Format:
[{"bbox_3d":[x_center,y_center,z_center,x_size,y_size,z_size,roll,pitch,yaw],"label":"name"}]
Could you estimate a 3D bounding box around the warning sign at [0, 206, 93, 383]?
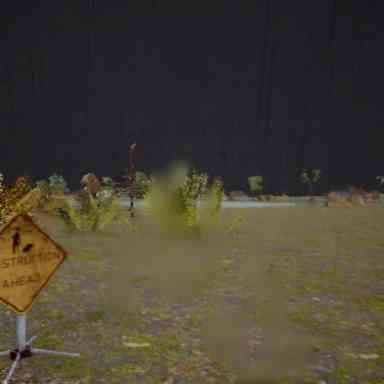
[{"bbox_3d":[-2.095,1.136,4.068,1.060,1.860,1.300,-1,0,36],"label":"warning sign"}]
